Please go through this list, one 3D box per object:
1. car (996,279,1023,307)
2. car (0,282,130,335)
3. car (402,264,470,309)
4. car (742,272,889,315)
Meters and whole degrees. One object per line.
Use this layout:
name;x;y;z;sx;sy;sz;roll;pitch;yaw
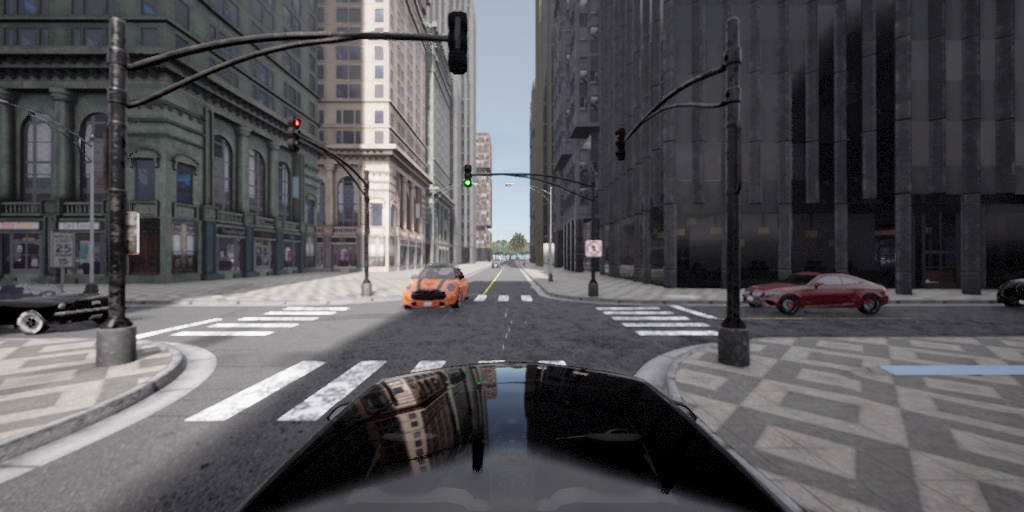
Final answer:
car;21.348;1.138;13.358;4.553;1.767;2.097;0;0;0
car;-13.940;1.396;10.085;4.718;1.301;1.895;0;0;-1
car;-3.041;1.162;15.154;2.097;1.767;4.553;0;-1;0
car;11.144;1.318;13.294;4.674;1.442;1.812;0;0;-1
